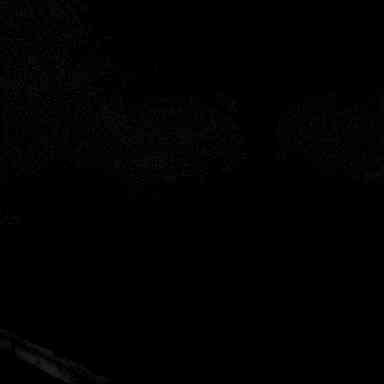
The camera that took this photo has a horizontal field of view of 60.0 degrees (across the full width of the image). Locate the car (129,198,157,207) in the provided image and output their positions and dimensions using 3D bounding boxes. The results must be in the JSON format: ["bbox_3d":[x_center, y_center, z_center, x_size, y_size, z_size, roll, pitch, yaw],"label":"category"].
[{"bbox_3d":[-8.777,1.925,60.031,2.128,1.511,4.902,-1,0,34],"label":"car"}]

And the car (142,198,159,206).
[{"bbox_3d":[-6.194,1.924,57.597,1.812,1.442,4.674,-1,-1,34],"label":"car"}]
